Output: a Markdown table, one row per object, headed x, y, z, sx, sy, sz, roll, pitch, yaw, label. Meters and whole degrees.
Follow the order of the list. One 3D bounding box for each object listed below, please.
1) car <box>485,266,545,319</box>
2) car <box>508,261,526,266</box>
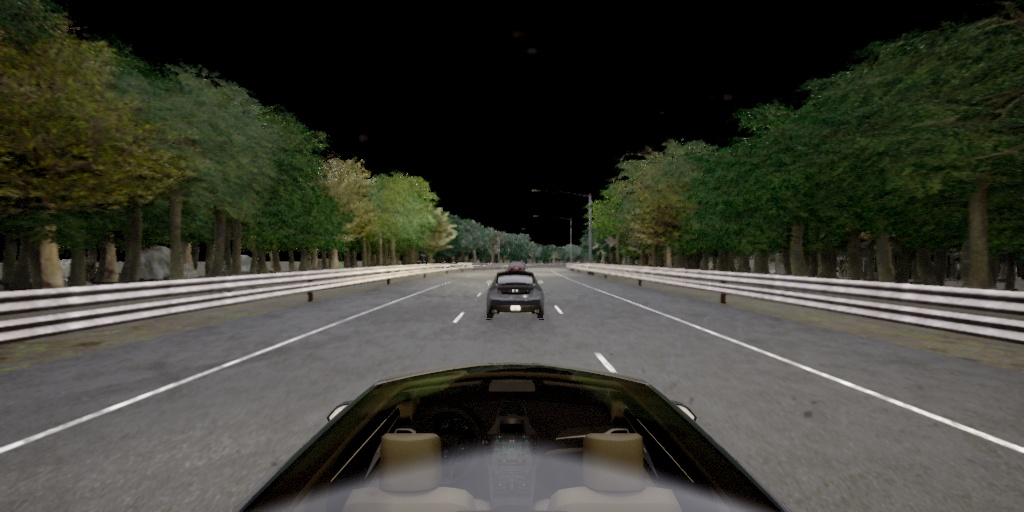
| x | y | z | sx | sy | sz | roll | pitch | yaw | label |
| --- | --- | --- | --- | --- | --- | --- | --- | --- | --- |
| 0.106 | 1.280 | 12.885 | 1.837 | 1.490 | 4.892 | 0 | 0 | 0 | car |
| 0.613 | 1.395 | 42.696 | 2.097 | 1.767 | 4.553 | 0 | -1 | 2 | car |
